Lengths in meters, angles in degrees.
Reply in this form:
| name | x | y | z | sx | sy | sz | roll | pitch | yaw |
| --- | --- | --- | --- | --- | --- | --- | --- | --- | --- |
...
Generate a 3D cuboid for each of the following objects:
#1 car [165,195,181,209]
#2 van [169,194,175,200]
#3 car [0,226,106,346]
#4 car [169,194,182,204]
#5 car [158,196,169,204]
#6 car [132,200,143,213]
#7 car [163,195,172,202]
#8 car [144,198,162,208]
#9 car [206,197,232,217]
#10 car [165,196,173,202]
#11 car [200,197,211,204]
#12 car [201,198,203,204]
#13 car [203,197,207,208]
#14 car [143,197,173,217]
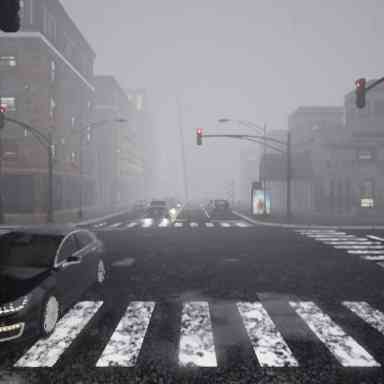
| name | x | y | z | sx | sy | sz | roll | pitch | yaw |
| --- | --- | --- | --- | --- | --- | --- | --- | --- | --- |
| car | -3.070 | 1.526 | 45.641 | 2.128 | 1.511 | 4.902 | 0 | 0 | 0 |
| van | -5.645 | 1.466 | 94.449 | 1.690 | 1.788 | 3.998 | -1 | 0 | 0 |
| car | -3.095 | 1.510 | 6.660 | 1.837 | 1.490 | 4.892 | 0 | 0 | 0 |
| car | -2.963 | 1.572 | 64.947 | 2.128 | 1.511 | 4.902 | 0 | 0 | 0 |
| car | -5.659 | 1.590 | 65.796 | 1.752 | 1.417 | 4.829 | 0 | 0 | 0 |
| car | -5.675 | 1.575 | 37.482 | 2.008 | 1.369 | 4.403 | 0 | 0 | 0 |
| car | -5.655 | 1.527 | 77.358 | 1.967 | 1.590 | 4.097 | 0 | 0 | 0 |
| car | -5.669 | 1.590 | 48.876 | 2.008 | 1.369 | 4.403 | 0 | 0 | 0 |
| car | 2.701 | 1.458 | 31.793 | 1.967 | 1.590 | 4.097 | 0 | 0 | 0 |
| car | -5.650 | 1.624 | 82.885 | 1.752 | 1.417 | 4.829 | -1 | 0 | 0 |
| car | 2.722 | 1.616 | 65.974 | 2.008 | 1.369 | 4.403 | -1 | 0 | 0 |
| car | 2.712 | 1.590 | 48.884 | 2.008 | 1.369 | 4.403 | 0 | 0 | 0 |
| car | 2.709 | 1.613 | 43.187 | 1.802 | 1.307 | 4.206 | 0 | 0 | 0 |
| car | -3.084 | 1.519 | 30.921 | 1.837 | 1.490 | 4.892 | 0 | 1 | 0 |
